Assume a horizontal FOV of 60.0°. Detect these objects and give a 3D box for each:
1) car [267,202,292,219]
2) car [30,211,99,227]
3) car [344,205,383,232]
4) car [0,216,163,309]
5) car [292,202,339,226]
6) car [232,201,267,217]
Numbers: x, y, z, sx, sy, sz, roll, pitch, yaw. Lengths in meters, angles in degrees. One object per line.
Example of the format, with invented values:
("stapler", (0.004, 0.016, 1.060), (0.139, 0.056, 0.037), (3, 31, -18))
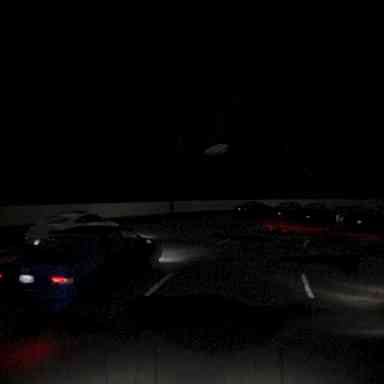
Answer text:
("car", (8.748, 1.609, 29.293), (1.812, 1.442, 4.674), (0, 0, 41))
("car", (-4.599, 1.503, 13.537), (1.812, 1.442, 4.674), (0, 0, 17))
("car", (11.007, 1.571, 21.089), (1.882, 1.535, 5.008), (0, 0, 35))
("car", (-2.298, 1.537, 8.134), (2.033, 1.411, 5.357), (0, 0, 12))
("car", (9.393, 1.562, 24.624), (1.882, 1.535, 5.008), (0, 0, 37))
("car", (5.975, 1.613, 31.862), (2.033, 1.411, 5.357), (0, 0, 43))
